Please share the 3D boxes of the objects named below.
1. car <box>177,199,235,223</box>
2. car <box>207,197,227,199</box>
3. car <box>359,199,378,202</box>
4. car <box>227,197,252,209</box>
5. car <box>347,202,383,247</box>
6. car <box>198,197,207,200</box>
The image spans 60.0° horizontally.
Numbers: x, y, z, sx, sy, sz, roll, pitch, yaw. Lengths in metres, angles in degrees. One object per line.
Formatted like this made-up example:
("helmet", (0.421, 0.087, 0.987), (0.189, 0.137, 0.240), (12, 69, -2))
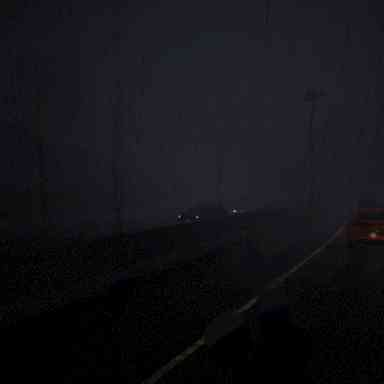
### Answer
("car", (0.964, 1.483, 23.820), (2.033, 1.411, 5.357), (0, 0, 29))
("car", (4.309, 1.418, 47.687), (2.033, 1.411, 5.357), (0, 0, 22))
("car", (16.334, 1.383, 30.816), (1.882, 1.535, 5.008), (0, 0, 25))
("car", (6.679, 1.370, 44.241), (2.128, 1.511, 4.902), (0, 0, 22))
("car", (7.881, 1.433, 14.309), (1.882, 1.535, 5.008), (0, 0, 30))
("car", (2.248, 1.374, 52.006), (1.895, 1.301, 4.718), (0, 0, 20))
